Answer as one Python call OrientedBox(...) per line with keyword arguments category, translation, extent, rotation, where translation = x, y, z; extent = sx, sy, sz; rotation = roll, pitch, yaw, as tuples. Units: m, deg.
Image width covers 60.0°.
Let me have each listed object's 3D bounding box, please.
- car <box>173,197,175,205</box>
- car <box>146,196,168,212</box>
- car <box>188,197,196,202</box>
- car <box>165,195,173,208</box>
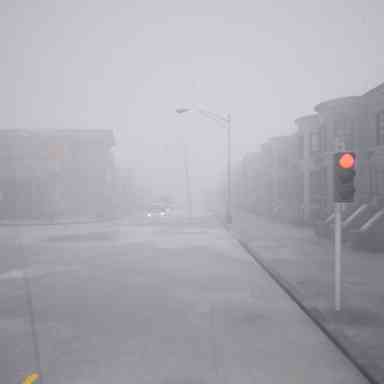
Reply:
OrientedBox(category="car", translation=(-4.127, 1.352, 58.392), extent=(2.097, 1.767, 4.553), rotation=(0, 0, 0))
OrientedBox(category="car", translation=(-4.147, 1.526, 39.413), extent=(1.812, 1.442, 4.674), rotation=(0, 0, -1))
OrientedBox(category="car", translation=(-0.064, 1.754, 74.067), extent=(2.033, 1.411, 5.357), rotation=(0, 0, 0))
OrientedBox(category="car", translation=(-4.146, 1.505, 48.599), extent=(1.837, 1.490, 4.892), rotation=(0, 0, 0))
